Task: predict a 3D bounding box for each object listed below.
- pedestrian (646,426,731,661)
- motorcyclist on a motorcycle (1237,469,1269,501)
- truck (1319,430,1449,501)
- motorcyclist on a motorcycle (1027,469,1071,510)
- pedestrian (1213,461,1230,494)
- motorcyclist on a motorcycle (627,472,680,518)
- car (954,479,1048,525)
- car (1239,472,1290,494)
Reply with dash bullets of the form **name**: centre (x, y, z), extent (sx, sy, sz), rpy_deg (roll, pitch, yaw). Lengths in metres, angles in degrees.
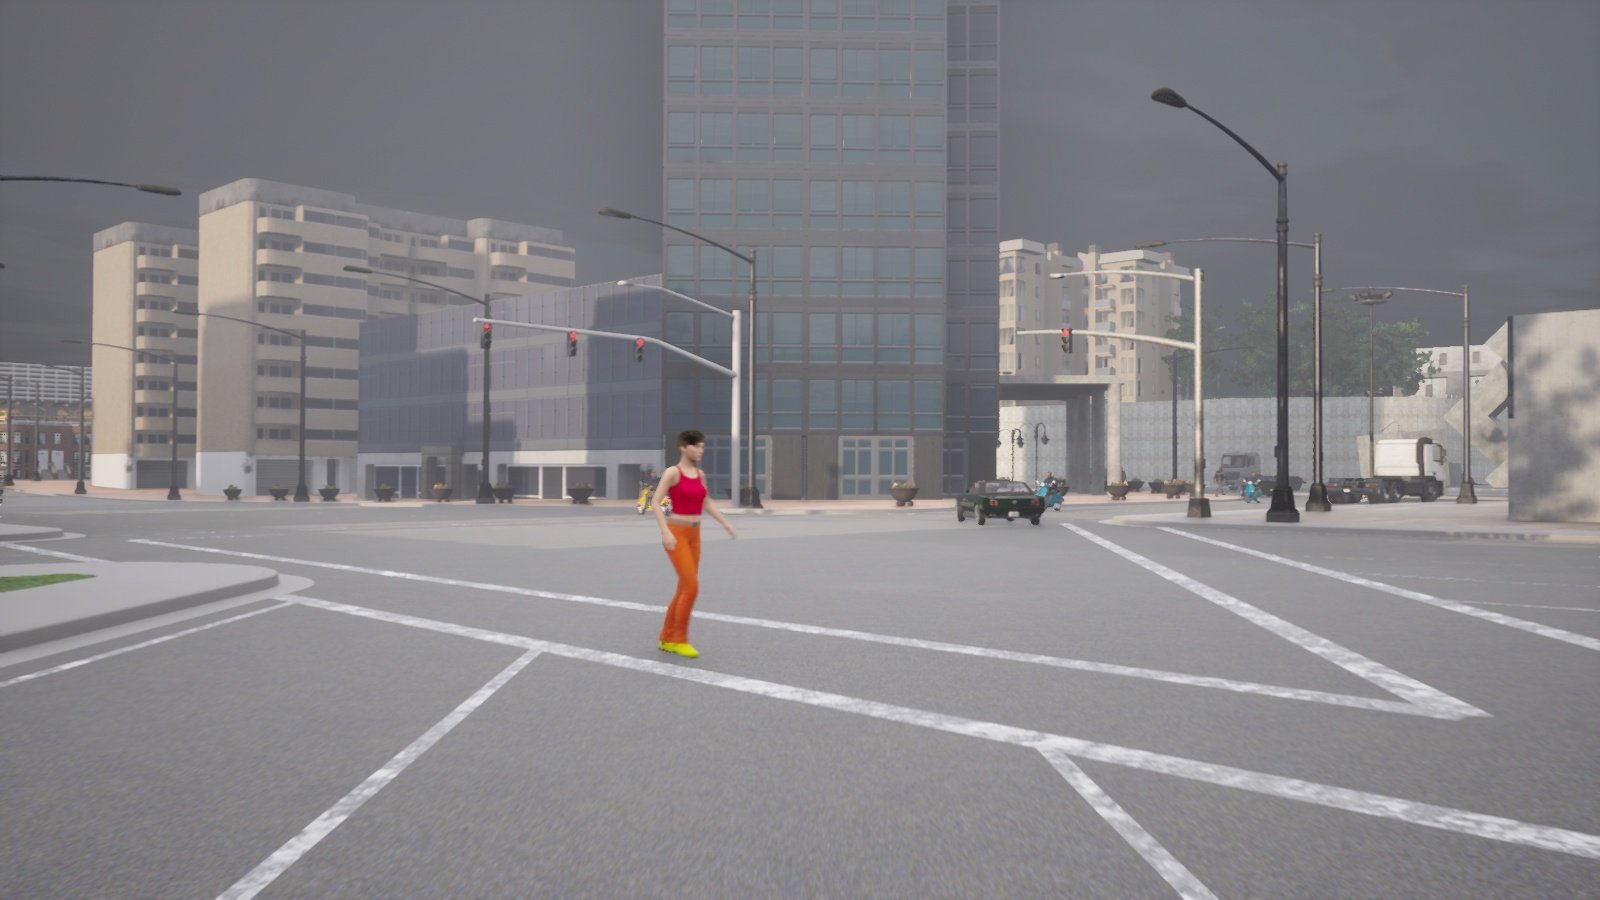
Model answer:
- **pedestrian**: centre (-0.903, 0.736, 10.136), extent (0.594, 1.836, 0.345), rpy_deg (-1, -1, 35)
- **motorcyclist on a motorcycle**: centre (22.854, 1.743, 63.353), extent (0.866, 1.590, 1.817), rpy_deg (-1, -1, 41)
- **truck**: centre (30.332, 0.807, 65.081), extent (7.936, 3.462, 2.891), rpy_deg (1, -1, -39)
- **motorcyclist on a motorcycle**: centre (9.849, 1.561, 49.584), extent (0.866, 1.590, 1.817), rpy_deg (-1, -1, 44)
- **pedestrian**: centre (24.513, 1.600, 73.047), extent (0.849, 1.883, 0.563), rpy_deg (0, -1, -34)
- **motorcyclist on a motorcycle**: centre (-5.172, 1.579, 44.233), extent (1.817, 1.590, 0.866), rpy_deg (-2, -2, 43)
- **car**: centre (6.076, 1.547, 38.514), extent (1.895, 1.301, 4.718), rpy_deg (0, -1, -3)
- **car**: centre (29.712, 2.113, 80.444), extent (1.994, 1.385, 4.181), rpy_deg (0, -1, 4)
